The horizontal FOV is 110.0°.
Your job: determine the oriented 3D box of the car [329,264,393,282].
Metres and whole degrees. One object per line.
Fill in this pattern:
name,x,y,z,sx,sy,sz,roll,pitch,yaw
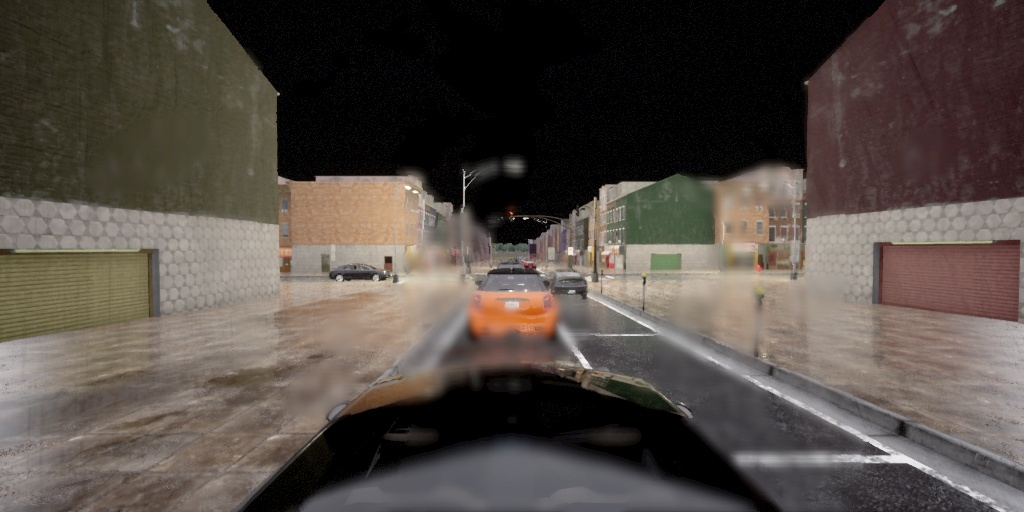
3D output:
car,-12.336,1.366,29.421,4.892,1.490,1.837,0,1,-2

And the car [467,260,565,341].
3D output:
car,0.037,1.100,9.973,2.097,1.767,4.553,0,0,0

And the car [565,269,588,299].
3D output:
car,2.581,1.297,17.546,2.007,1.370,4.403,0,0,0

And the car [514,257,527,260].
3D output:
car,-0.064,1.099,19.864,2.097,1.767,4.553,0,0,0
